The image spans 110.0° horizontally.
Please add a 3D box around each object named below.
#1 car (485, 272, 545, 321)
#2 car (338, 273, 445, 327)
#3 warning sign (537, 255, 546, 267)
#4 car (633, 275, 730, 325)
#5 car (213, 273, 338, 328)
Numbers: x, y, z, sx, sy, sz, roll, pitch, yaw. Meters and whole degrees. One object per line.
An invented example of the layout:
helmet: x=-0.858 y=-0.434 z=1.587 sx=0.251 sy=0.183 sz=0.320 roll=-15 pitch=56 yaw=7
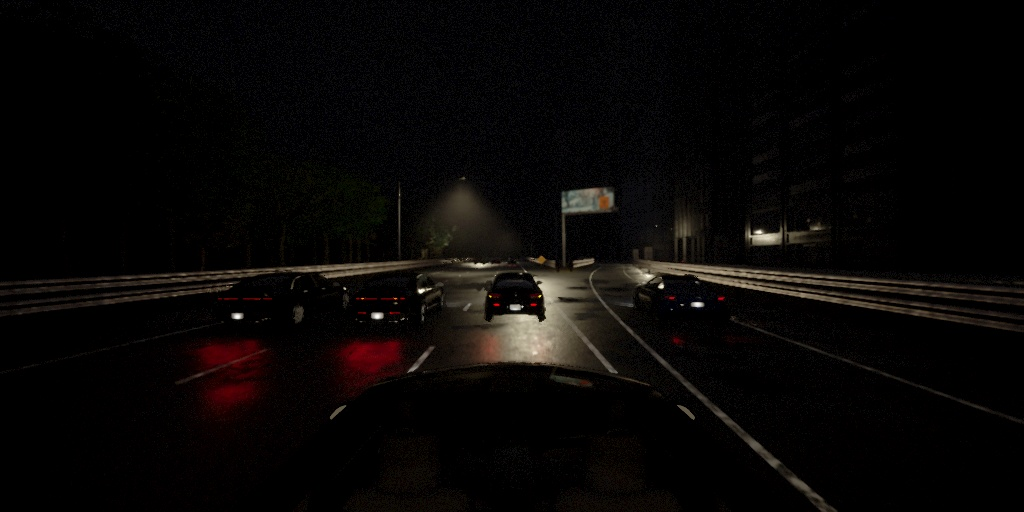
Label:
car: x=0.085 y=1.283 z=12.389 sx=1.812 sy=1.442 sz=4.674 roll=0 pitch=0 yaw=0
car: x=-3.400 y=1.262 z=11.473 sx=1.837 sy=1.490 sz=4.892 roll=0 pitch=0 yaw=0
warning sign: x=4.544 y=0.829 z=54.934 sx=1.300 sy=1.860 sz=1.060 roll=0 pitch=0 yaw=0
car: x=5.383 y=1.319 z=11.919 sx=1.994 sy=1.385 sz=4.181 roll=0 pitch=0 yaw=7
car: x=-6.901 y=1.263 z=11.435 sx=1.837 sy=1.490 sz=4.892 roll=0 pitch=0 yaw=0
